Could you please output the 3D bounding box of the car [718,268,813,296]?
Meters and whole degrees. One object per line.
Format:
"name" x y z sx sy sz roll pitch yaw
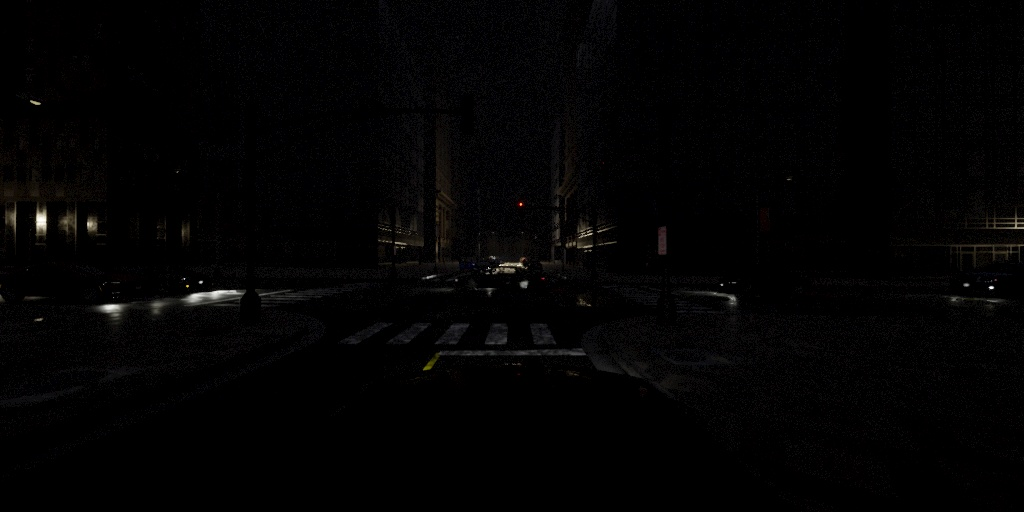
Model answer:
"car" 14.760 1.474 21.057 4.892 1.490 1.837 1 0 0

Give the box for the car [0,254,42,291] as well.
"car" -27.029 0.759 17.843 4.553 1.767 2.097 1 0 0

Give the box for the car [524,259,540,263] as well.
"car" 2.880 1.280 45.065 1.948 1.339 4.313 0 0 0

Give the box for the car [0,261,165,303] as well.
"car" -17.610 0.993 14.537 5.008 1.535 1.882 1 0 0

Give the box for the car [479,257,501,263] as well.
"car" -2.875 1.205 46.321 2.128 1.511 4.902 0 0 0

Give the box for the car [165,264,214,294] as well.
"car" -17.419 1.094 17.786 4.181 1.385 1.994 1 0 0

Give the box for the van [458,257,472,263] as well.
"van" -5.646 1.056 45.118 1.690 1.789 3.998 0 0 0

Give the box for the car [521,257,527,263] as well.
"car" 2.988 1.266 62.013 1.802 1.307 4.207 0 0 0

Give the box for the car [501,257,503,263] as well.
"car" -2.796 1.222 56.221 1.812 1.442 4.674 0 0 0

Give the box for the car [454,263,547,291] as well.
"car" -0.632 1.286 21.130 5.357 1.411 2.033 0 0 1

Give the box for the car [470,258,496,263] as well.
"car" -2.930 1.251 37.204 1.812 1.442 4.674 0 0 0

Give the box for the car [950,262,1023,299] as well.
"car" 29.370 1.388 20.970 5.566 2.045 2.150 1 0 0
